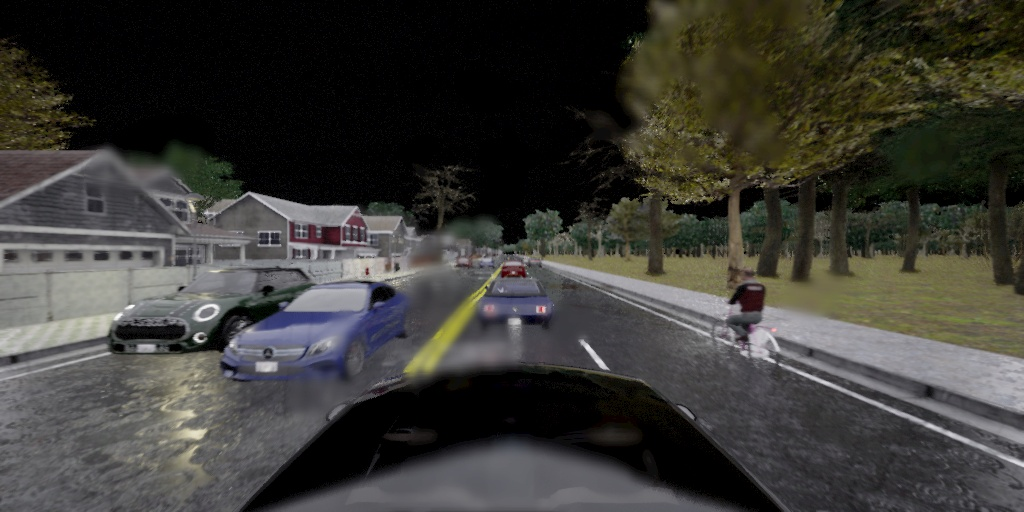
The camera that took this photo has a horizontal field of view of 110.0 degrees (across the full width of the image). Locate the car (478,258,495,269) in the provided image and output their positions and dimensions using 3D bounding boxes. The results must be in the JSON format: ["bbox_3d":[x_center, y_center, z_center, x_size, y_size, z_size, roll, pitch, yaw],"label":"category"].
[{"bbox_3d":[-3.321,1.001,48.296,1.812,1.442,4.674,0,0,0],"label":"car"}]

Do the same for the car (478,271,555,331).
[{"bbox_3d":[0.102,1.298,10.835,1.895,1.301,4.718,0,0,0],"label":"car"}]

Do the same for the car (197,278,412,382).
[{"bbox_3d":[-3.352,1.243,7.223,1.812,1.442,4.674,0,0,0],"label":"car"}]

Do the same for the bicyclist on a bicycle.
[{"bbox_3d":[4.148,1.094,6.513,0.659,1.776,1.843,0,1,0],"label":"bicyclist on a bicycle"}]

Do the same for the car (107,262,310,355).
[{"bbox_3d":[-6.601,1.060,8.714,2.097,1.767,4.553,0,0,0],"label":"car"}]

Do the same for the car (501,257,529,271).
[{"bbox_3d":[0.104,1.070,29.068,1.882,1.535,5.008,0,0,0],"label":"car"}]

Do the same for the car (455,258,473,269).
[{"bbox_3d":[-6.571,0.946,49.283,1.882,1.535,5.008,0,0,0],"label":"car"}]

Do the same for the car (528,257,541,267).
[{"bbox_3d":[3.358,0.930,54.327,2.128,1.511,4.902,0,0,0],"label":"car"}]
